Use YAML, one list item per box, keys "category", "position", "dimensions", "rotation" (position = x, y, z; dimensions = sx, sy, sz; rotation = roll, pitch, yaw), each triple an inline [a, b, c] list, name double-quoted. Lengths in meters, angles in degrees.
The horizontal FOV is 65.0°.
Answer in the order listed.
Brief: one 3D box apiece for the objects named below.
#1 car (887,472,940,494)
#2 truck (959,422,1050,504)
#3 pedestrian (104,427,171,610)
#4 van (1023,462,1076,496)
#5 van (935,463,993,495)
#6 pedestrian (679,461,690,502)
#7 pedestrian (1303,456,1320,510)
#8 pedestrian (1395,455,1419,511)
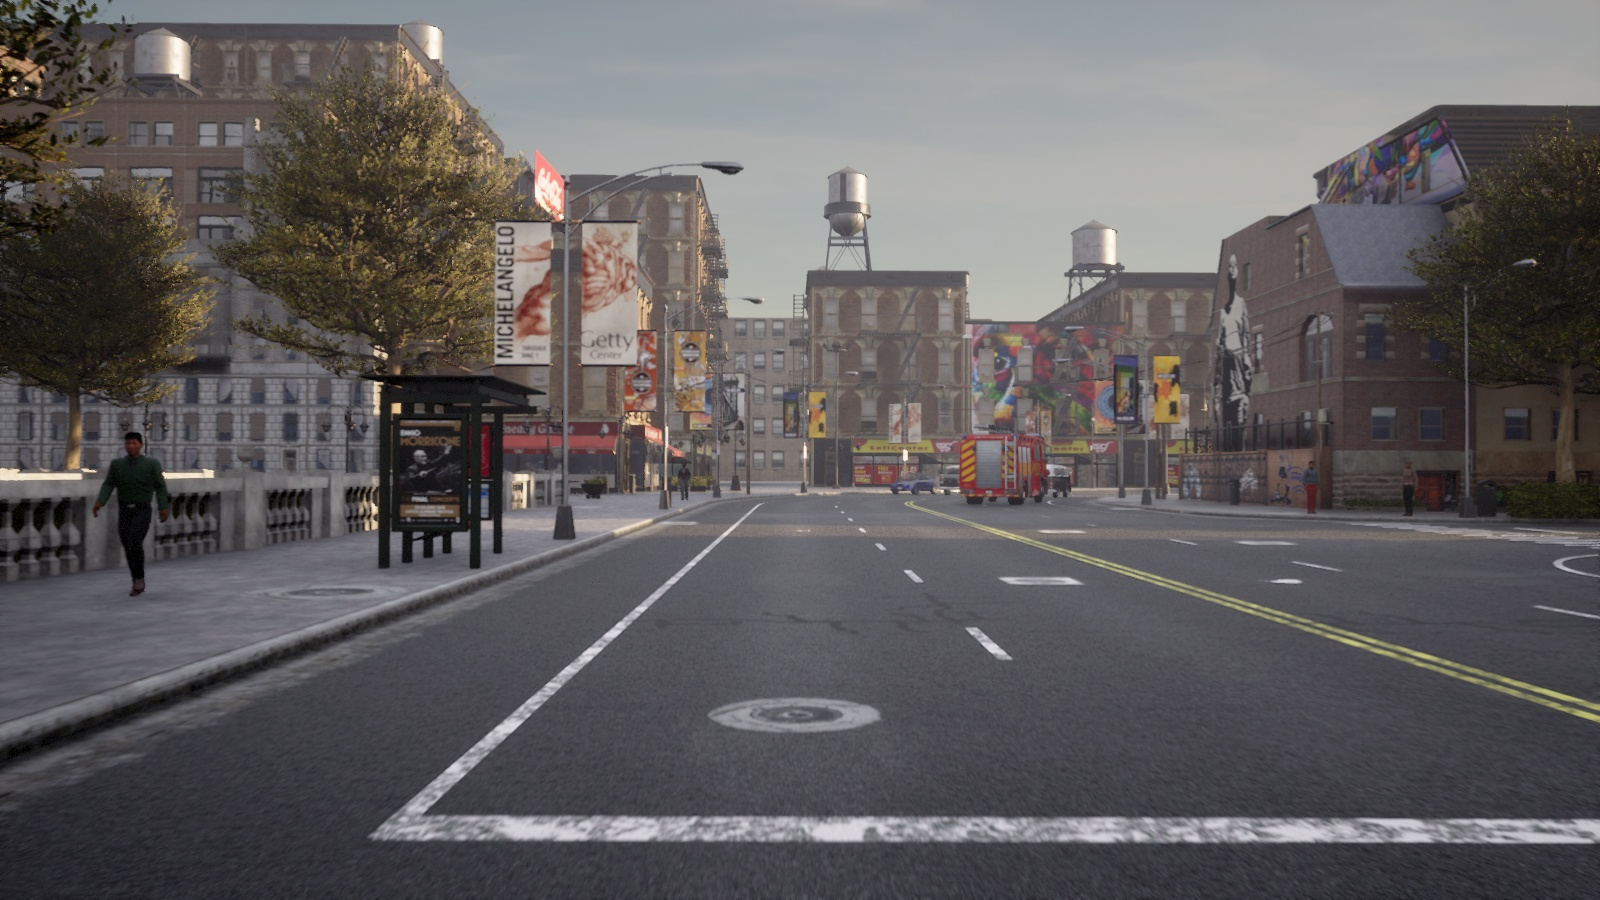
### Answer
- category: "car"
  position: [7.691, 2.229, 85.016]
  dimensions: [1.816, 1.474, 4.193]
  rotation: [-1, -1, 32]
- category: "truck"
  position: [10.442, 0.675, 63.350]
  dimensions: [2.891, 3.827, 8.468]
  rotation: [0, -1, 20]
- category: "pedestrian"
  position: [-7.259, 0.733, 13.780]
  dimensions: [0.423, 1.949, 0.788]
  rotation: [0, -1, -10]
- category: "van"
  position: [15.378, 1.777, 77.267]
  dimensions: [2.069, 2.038, 4.480]
  rotation: [-1, -1, 26]
- category: "van"
  position: [10.926, 1.902, 83.596]
  dimensions: [2.069, 2.038, 4.480]
  rotation: [-1, -1, 33]
- category: "pedestrian"
  position: [-5.434, 1.488, 59.072]
  dimensions: [0.402, 1.930, 0.666]
  rotation: [0, -1, 2]
- category: "pedestrian"
  position: [17.714, 1.133, 43.516]
  dimensions: [0.353, 1.847, 0.614]
  rotation: [0, -1, 3]
- category: "pedestrian"
  position: [20.017, 1.088, 41.403]
  dimensions: [0.634, 1.846, 0.331]
  rotation: [0, -1, -20]
